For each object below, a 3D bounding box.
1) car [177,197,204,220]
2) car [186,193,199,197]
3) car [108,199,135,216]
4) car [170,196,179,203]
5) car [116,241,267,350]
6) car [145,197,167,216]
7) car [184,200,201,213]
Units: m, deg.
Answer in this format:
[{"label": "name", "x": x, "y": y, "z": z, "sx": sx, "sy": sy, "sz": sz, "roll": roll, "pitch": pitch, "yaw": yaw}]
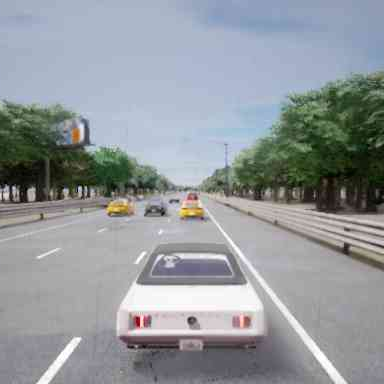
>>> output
[{"label": "car", "x": 0.001, "y": 1.470, "z": 27.841, "sx": 1.882, "sy": 1.535, "sz": 5.008, "roll": 0, "pitch": 0, "yaw": 0}, {"label": "car", "x": 0.096, "y": 1.160, "z": 66.012, "sx": 2.150, "sy": 2.045, "sz": 5.566, "roll": 0, "pitch": -1, "yaw": 0}, {"label": "car", "x": -6.947, "y": 1.469, "z": 33.004, "sx": 1.882, "sy": 1.535, "sz": 5.008, "roll": 0, "pitch": 0, "yaw": 0}, {"label": "car", "x": -3.406, "y": 1.546, "z": 66.503, "sx": 1.895, "sy": 1.301, "sz": 4.718, "roll": 0, "pitch": 0, "yaw": 0}, {"label": "car", "x": -0.003, "y": 1.596, "z": 6.313, "sx": 1.895, "sy": 1.301, "sz": 4.718, "roll": 0, "pitch": 0, "yaw": 0}, {"label": "car", "x": -3.452, "y": 1.517, "z": 32.505, "sx": 1.812, "sy": 1.442, "sz": 4.674, "roll": 0, "pitch": 0, "yaw": 1}, {"label": "car", "x": 0.074, "y": 1.589, "z": 38.595, "sx": 1.895, "sy": 1.301, "sz": 4.718, "roll": 0, "pitch": 0, "yaw": 0}]
